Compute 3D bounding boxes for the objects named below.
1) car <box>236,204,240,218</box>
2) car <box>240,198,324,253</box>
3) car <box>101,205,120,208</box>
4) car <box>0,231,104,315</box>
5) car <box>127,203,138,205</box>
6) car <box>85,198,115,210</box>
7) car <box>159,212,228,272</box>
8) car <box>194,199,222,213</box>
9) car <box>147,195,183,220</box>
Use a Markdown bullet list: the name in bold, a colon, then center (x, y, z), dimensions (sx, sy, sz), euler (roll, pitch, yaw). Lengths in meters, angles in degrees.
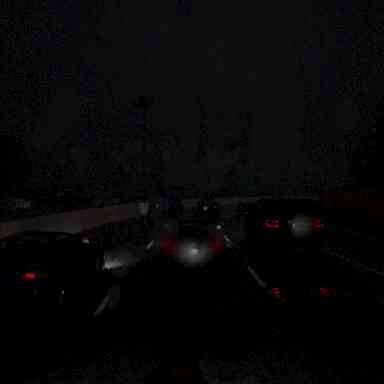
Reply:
- **car**: center (5.067, 1.545, 30.132), dimensions (2.128, 1.511, 4.902), euler (0, 0, 10)
- **car**: center (3.575, 1.245, 13.851), dimensions (2.150, 2.045, 5.566), euler (0, 0, 1)
- **car**: center (-9.926, 1.626, 43.544), dimensions (1.812, 1.442, 4.674), euler (0, 0, 16)
- **car**: center (-3.454, 1.585, 7.697), dimensions (1.994, 1.385, 4.181), euler (0, 0, 0)
- **car**: center (-6.380, 1.587, 43.252), dimensions (2.128, 1.511, 4.902), euler (0, 0, 17)
- **car**: center (-12.774, 1.635, 46.316), dimensions (1.812, 1.442, 4.674), euler (0, 0, 17)
- **car**: center (0.048, 1.587, 10.885), dimensions (1.994, 1.385, 4.181), euler (0, 0, 0)
- **car**: center (1.481, 1.410, 29.871), dimensions (2.097, 1.767, 4.553), euler (0, 0, 9)
- **car**: center (-2.218, 1.283, 29.205), dimensions (2.150, 2.045, 5.566), euler (0, 0, 9)
